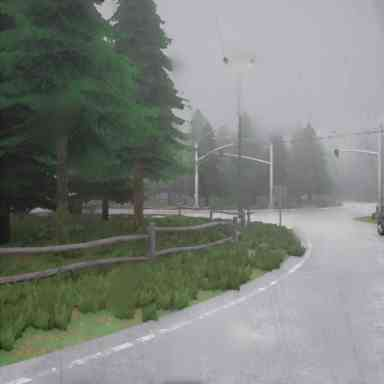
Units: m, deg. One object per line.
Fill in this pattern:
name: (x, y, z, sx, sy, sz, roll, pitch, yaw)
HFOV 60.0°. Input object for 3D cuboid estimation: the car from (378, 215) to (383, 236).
car: (10.266, 1.352, 15.402, 2.097, 1.767, 4.553, 0, 0, 15)
